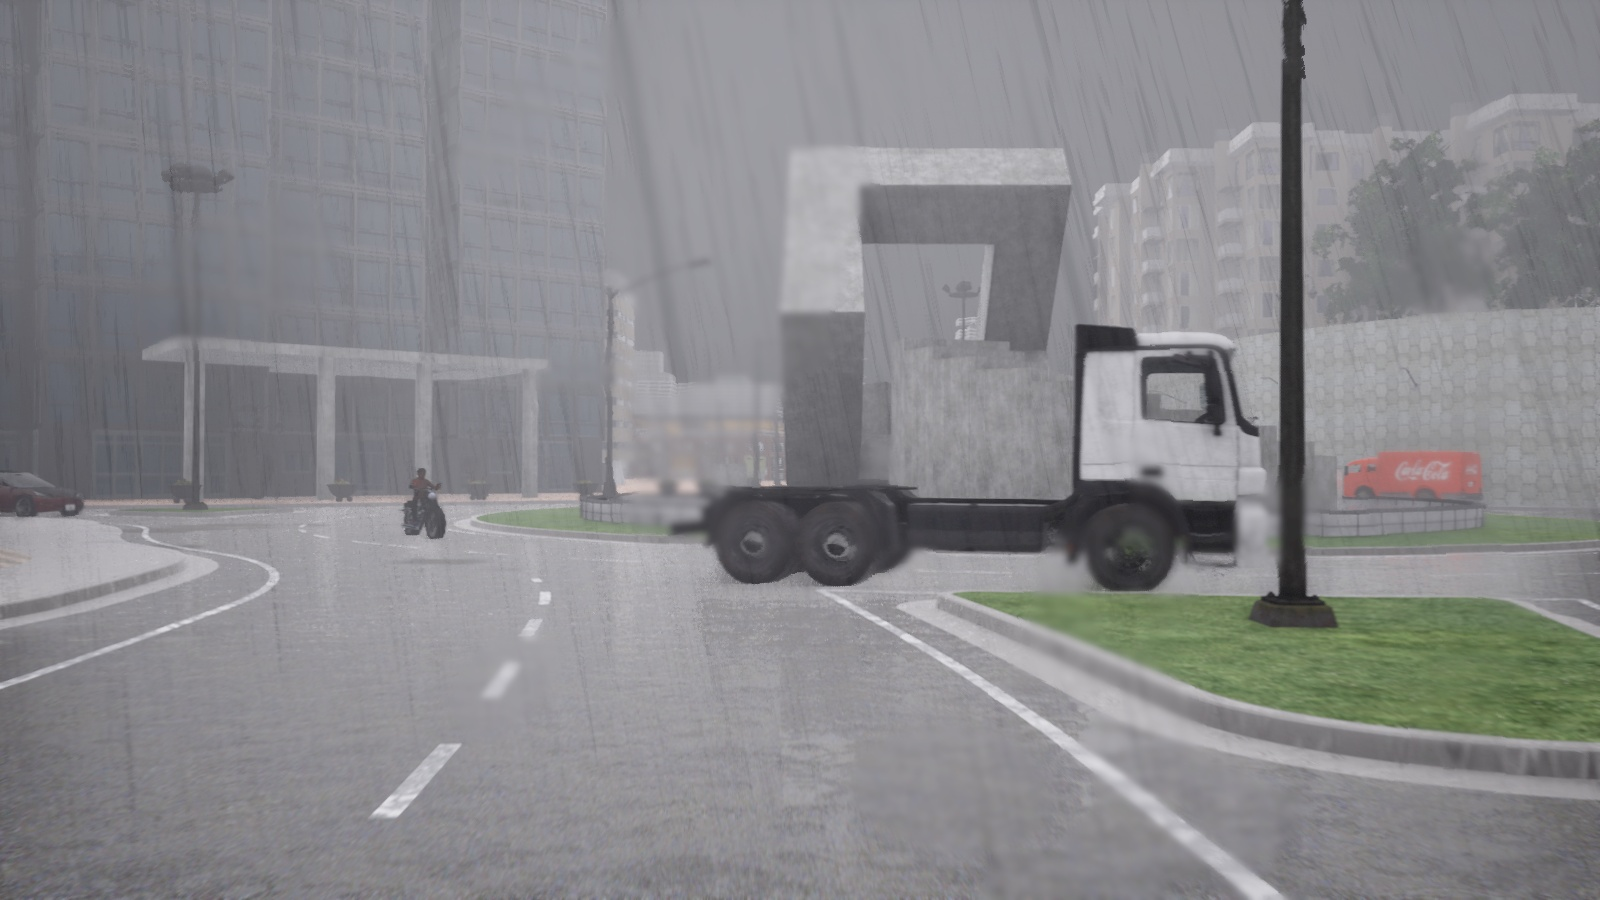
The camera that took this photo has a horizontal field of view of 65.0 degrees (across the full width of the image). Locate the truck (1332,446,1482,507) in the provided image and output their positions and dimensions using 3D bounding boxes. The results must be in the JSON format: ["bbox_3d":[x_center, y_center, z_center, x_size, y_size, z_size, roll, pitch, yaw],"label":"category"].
[{"bbox_3d":[26.086,1.123,54.095,2.627,2.467,5.204,1,-1,-42],"label":"truck"}]

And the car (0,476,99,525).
[{"bbox_3d":[-25.240,1.593,40.091,4.792,1.488,2.163,0,-1,13],"label":"car"}]

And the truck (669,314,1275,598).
[{"bbox_3d":[2.391,0.121,17.848,7.936,3.462,2.891,-1,-1,17],"label":"truck"}]

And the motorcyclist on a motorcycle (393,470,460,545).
[{"bbox_3d":[-8.605,1.285,28.873,0.766,1.649,2.350,1,-1,-35],"label":"motorcyclist on a motorcycle"}]
